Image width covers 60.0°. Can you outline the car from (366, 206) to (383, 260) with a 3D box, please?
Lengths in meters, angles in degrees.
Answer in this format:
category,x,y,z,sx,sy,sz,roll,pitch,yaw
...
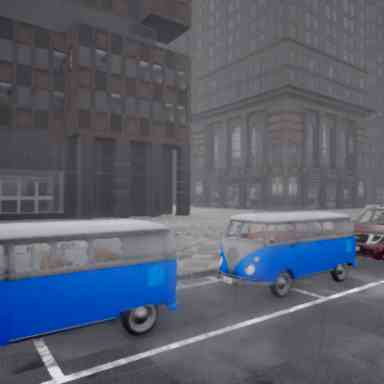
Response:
category,x,y,z,sx,sy,sz,roll,pitch,yaw
car,7.103,1.433,11.738,5.009,1.841,2.192,1,0,-36

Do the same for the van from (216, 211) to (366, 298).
category,x,y,z,sx,sy,sz,roll,pitch,yaw
van,2.486,1.406,8.434,3.998,1.788,1.690,1,0,-36

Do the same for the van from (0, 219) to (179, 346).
category,x,y,z,sx,sy,sz,roll,pitch,yaw
van,-2.132,1.352,5.131,3.998,1.788,1.690,1,0,-36
